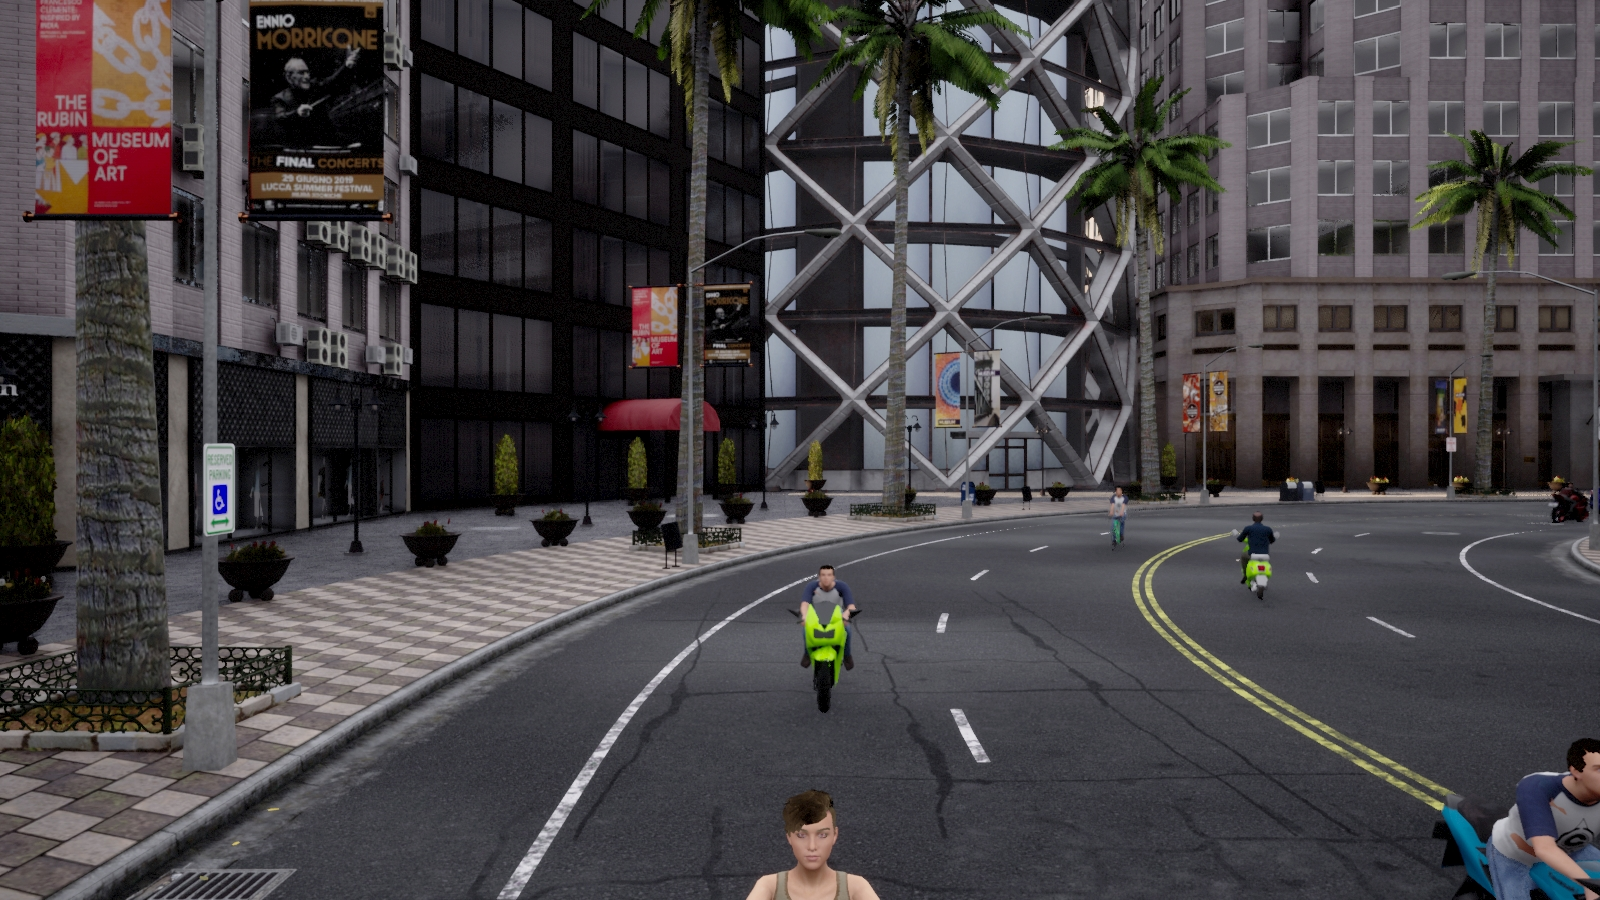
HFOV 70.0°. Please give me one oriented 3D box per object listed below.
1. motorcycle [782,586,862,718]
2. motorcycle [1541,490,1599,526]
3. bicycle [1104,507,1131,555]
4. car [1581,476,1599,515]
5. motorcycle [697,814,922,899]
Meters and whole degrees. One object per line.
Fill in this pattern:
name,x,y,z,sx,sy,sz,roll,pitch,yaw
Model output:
motorcycle,0.284,2.214,12.864,0.803,1.145,2.033,0,-1,4
motorcycle,29.453,2.205,43.716,2.209,1.251,0.867,0,1,-27
bicycle,8.745,2.206,31.434,0.373,1.196,1.643,0,0,27
car,36.842,1.968,49.589,4.611,1.667,2.242,0,0,-11
motorcycle,0.030,2.170,3.616,0.764,1.277,2.356,0,0,1
